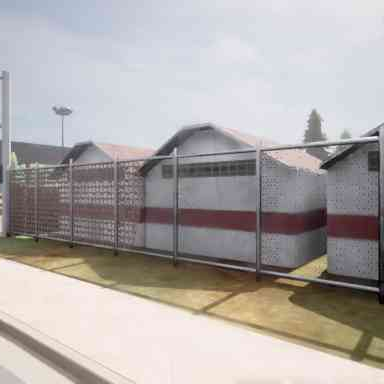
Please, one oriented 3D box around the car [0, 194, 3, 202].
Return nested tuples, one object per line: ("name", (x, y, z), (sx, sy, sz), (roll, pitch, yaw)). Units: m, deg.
("car", (-22.540, 1.222, 40.007), (2.150, 2.045, 5.566), (0, 0, 37))
